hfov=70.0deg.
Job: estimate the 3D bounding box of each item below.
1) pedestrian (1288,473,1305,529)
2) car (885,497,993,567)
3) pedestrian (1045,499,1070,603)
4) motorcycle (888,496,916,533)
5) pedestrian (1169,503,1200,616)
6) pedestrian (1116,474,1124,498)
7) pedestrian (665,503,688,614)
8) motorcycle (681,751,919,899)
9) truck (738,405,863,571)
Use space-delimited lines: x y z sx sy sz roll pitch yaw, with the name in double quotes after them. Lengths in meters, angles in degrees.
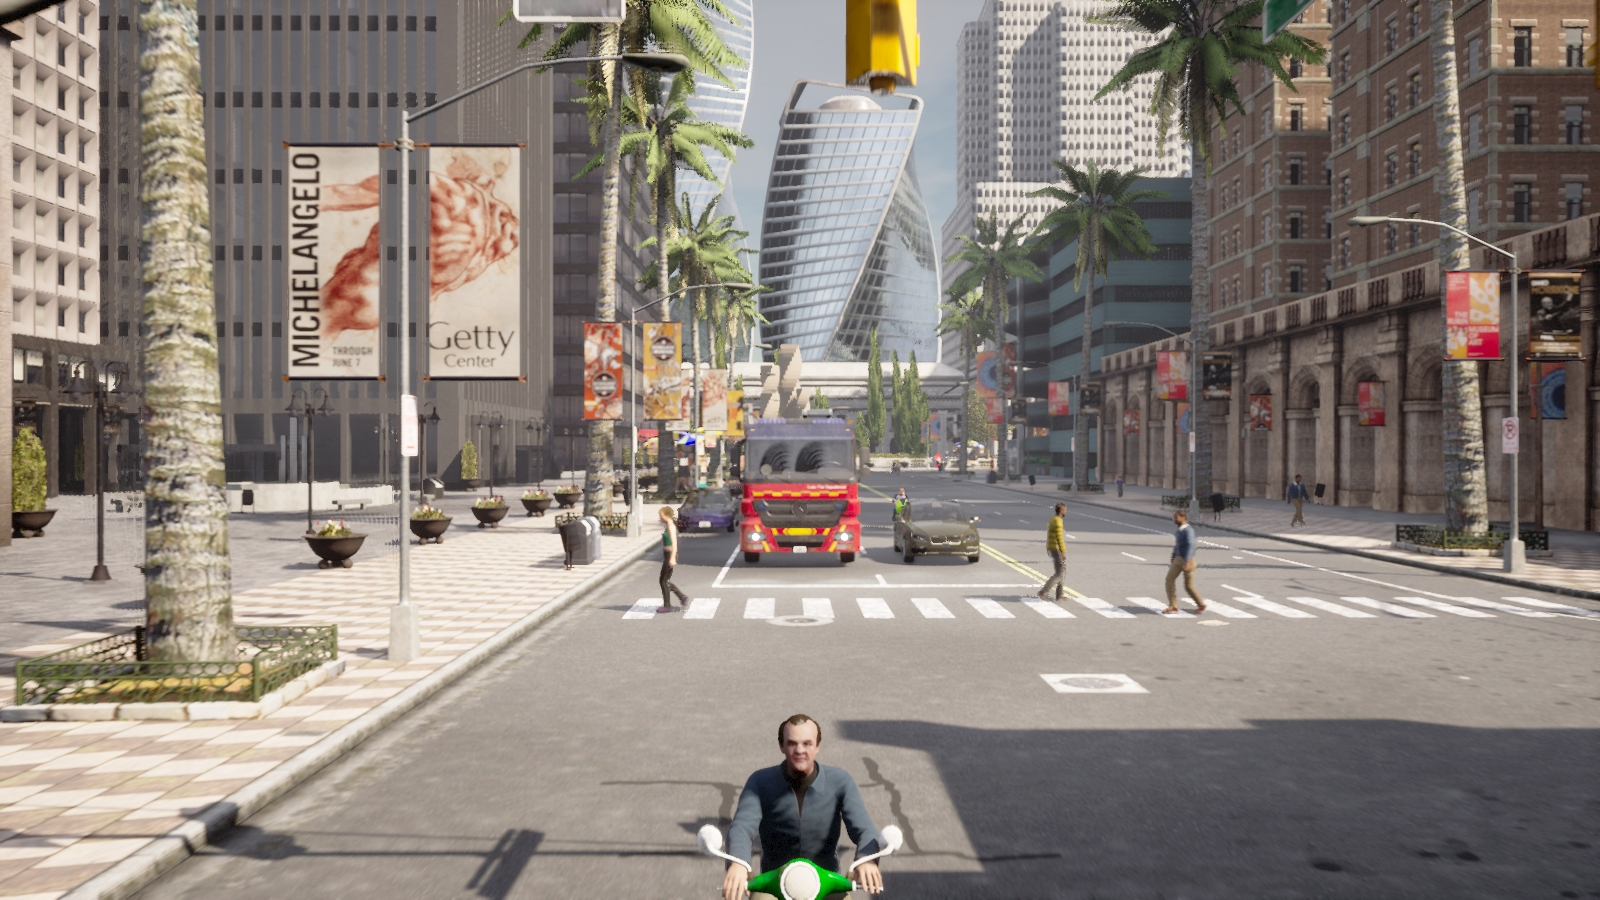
16.579 1.689 38.136 0.375 1.860 0.375 0 0 -7 "pedestrian"
3.501 2.055 29.794 2.231 1.480 4.892 0 0 0 "car"
4.710 1.845 20.924 0.375 1.860 0.375 0 0 0 "pedestrian"
3.502 2.205 39.439 0.803 1.145 2.033 0 0 0 "motorcycle"
6.508 1.845 19.334 0.375 1.860 0.375 0 0 -9 "pedestrian"
17.527 1.964 62.544 0.375 1.300 0.375 0 0 12 "pedestrian"
-2.112 1.845 19.534 0.375 1.860 0.375 0 0 -6 "pedestrian"
0.000 2.181 5.025 0.856 1.236 1.805 0 0 0 "motorcycle"
0.007 0.884 30.606 2.891 3.827 8.468 0 0 0 "truck"
